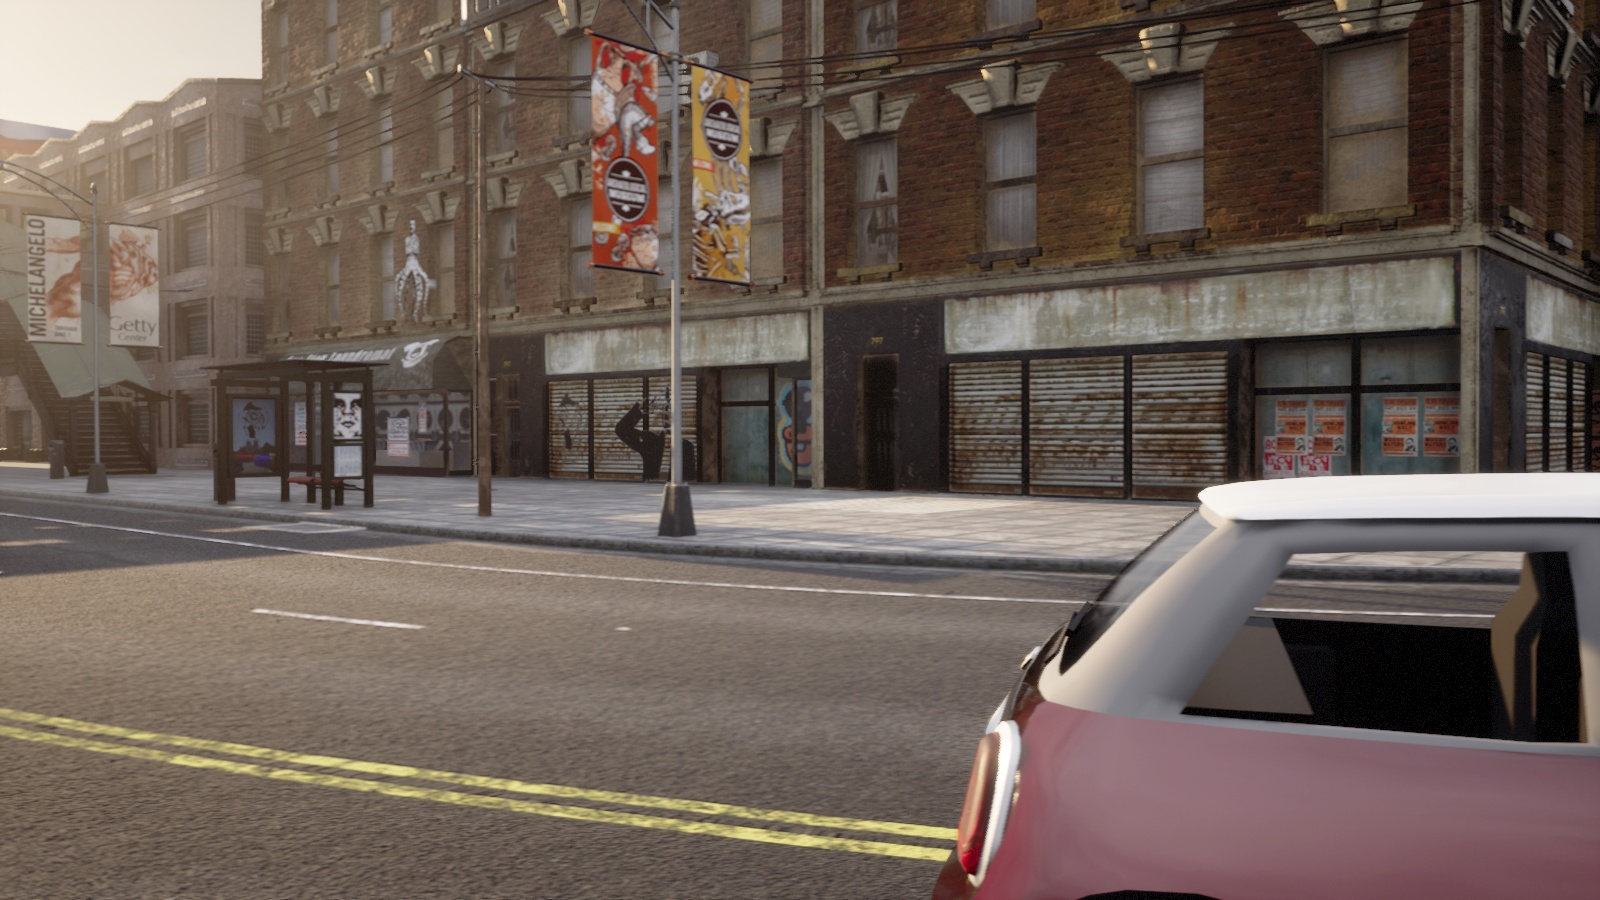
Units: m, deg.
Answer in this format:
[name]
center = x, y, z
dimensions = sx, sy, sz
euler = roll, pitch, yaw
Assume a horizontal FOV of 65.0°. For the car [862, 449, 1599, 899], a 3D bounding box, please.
[car]
center = 2.214, 0.764, 2.514
dimensions = 3.806, 1.475, 1.970
euler = 1, 1, 17
